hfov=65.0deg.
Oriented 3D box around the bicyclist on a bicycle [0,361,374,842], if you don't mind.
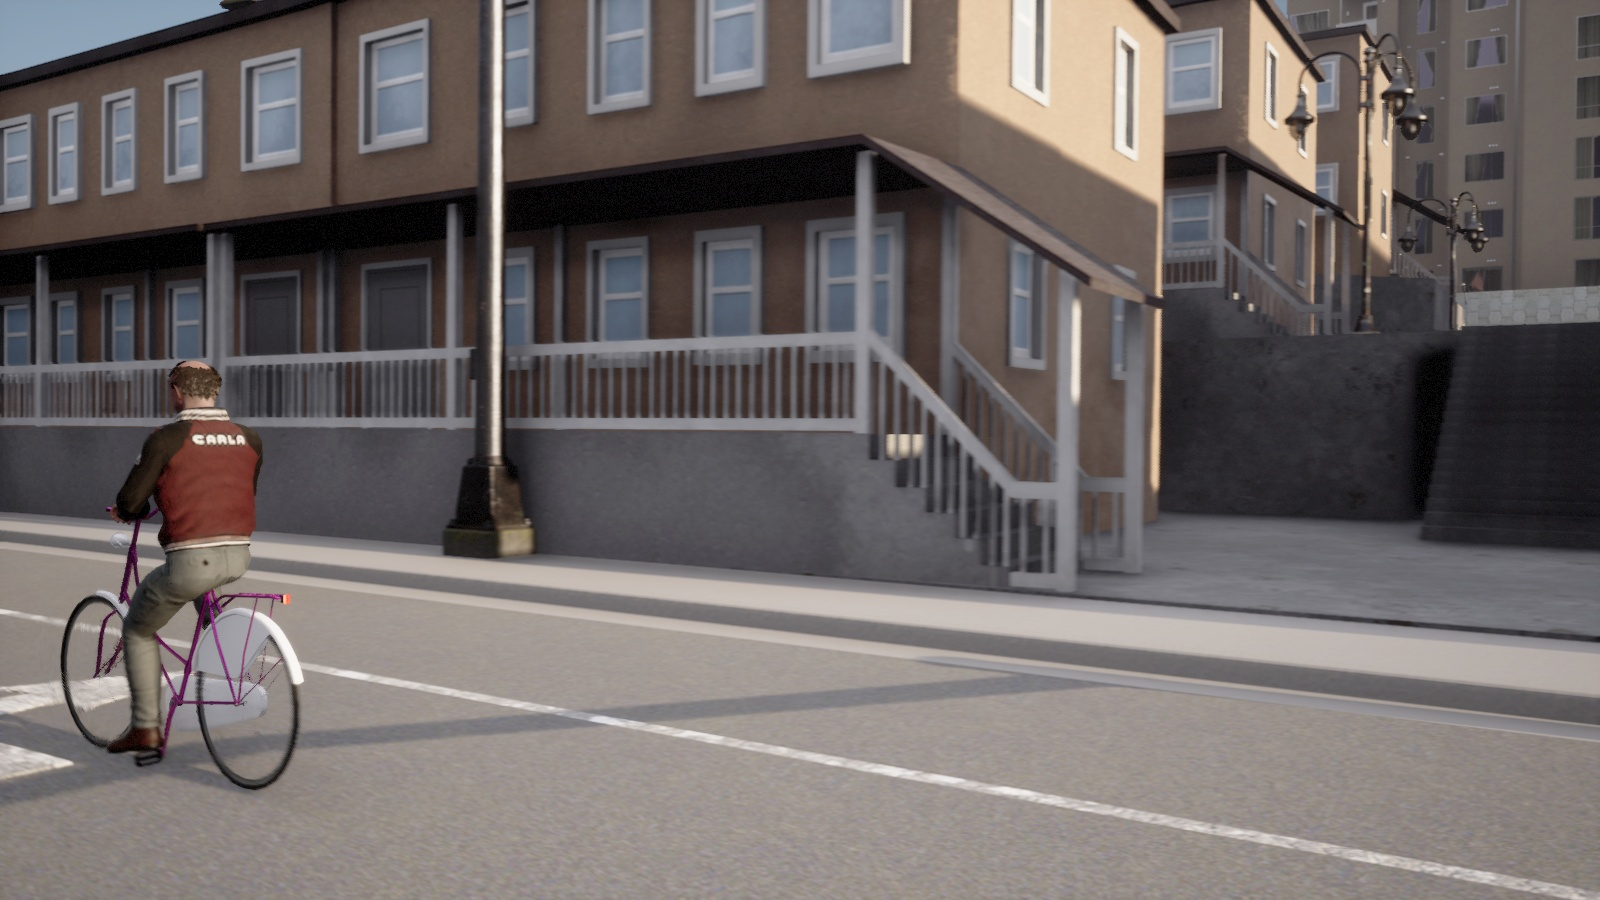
[{"bbox_3d":[-2.715,0.553,5.413,1.843,1.776,0.659,0,1,34],"label":"bicyclist on a bicycle"}]
